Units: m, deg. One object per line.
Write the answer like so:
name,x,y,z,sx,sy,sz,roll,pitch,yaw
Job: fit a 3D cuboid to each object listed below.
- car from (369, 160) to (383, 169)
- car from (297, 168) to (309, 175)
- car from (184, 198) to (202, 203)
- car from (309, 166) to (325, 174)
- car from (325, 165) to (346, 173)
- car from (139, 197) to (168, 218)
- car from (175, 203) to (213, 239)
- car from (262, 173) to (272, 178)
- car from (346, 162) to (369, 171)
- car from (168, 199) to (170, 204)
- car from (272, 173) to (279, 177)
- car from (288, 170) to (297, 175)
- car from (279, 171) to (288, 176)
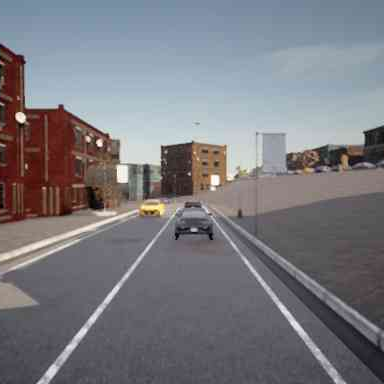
car,25.036,-3.363,41.318,2.231,1.521,4.892,0,1,-9
car,22.438,-3.772,63.349,2.097,1.535,5.008,0,1,-4
car,0.095,1.465,37.752,1.882,1.535,5.008,0,0,0
car,22.907,-3.796,57.843,2.185,1.767,4.553,0,1,-5
car,23.527,-3.536,52.153,2.163,1.488,4.792,0,1,-6
car,-3.600,1.467,30.502,1.882,1.535,5.008,0,0,0
car,0.084,1.520,17.250,1.812,1.442,4.674,0,0,0
car,21.481,-4.306,90.882,2.185,1.767,4.553,0,1,-1
car,24.230,-3.425,46.679,2.002,1.452,4.674,0,1,-7
car,-6.107,1.890,71.961,2.128,1.511,4.902,0,-1,-17
car,21.721,-4.049,79.945,2.231,1.521,4.892,0,1,-1
car,22.085,-3.834,68.886,2.002,1.452,4.674,0,1,-3
car,21.850,-3.970,74.428,2.231,1.521,4.892,0,1,-1
